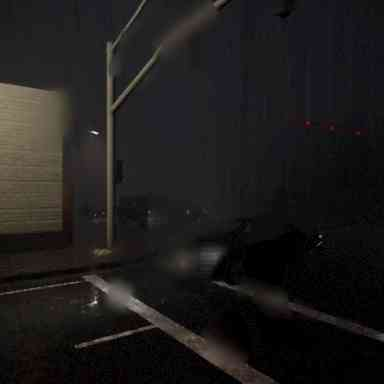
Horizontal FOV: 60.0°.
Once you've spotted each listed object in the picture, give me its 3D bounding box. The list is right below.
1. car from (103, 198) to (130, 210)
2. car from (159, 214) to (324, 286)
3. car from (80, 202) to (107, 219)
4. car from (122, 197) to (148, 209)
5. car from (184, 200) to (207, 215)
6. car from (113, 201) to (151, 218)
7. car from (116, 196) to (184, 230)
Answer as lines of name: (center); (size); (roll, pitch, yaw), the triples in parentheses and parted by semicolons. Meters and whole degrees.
car: (-10.205, 1.581, 44.445); (1.812, 1.442, 4.674); (0, 0, -36)
car: (1.787, 1.512, 9.568); (4.902, 1.511, 2.128); (0, 0, -36)
car: (-8.635, 1.619, 29.959); (1.994, 1.385, 4.181); (0, 0, -35)
car: (-8.230, 1.560, 47.736); (1.837, 1.490, 4.892); (0, 0, -36)
car: (-0.799, 1.407, 25.010); (2.097, 1.767, 4.553); (0, 0, -36)
car: (-5.822, 1.619, 32.036); (1.994, 1.385, 4.181); (0, 0, -35)
car: (-3.165, 1.277, 22.295); (2.150, 2.045, 5.566); (0, 0, -36)
